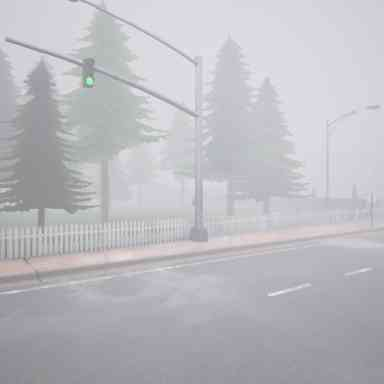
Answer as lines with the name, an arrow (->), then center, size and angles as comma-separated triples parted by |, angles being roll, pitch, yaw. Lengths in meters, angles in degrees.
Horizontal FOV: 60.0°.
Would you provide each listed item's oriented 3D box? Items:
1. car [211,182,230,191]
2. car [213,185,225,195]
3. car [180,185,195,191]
car -> 6.990, -1.410, 81.823 | 1.882, 1.535, 5.008 | 0, 7, -37
car -> 6.600, -0.350, 70.698 | 2.097, 1.767, 4.553 | 0, 7, -37
car -> -0.645, -0.629, 68.683 | 2.097, 1.767, 4.553 | 0, 7, -37
